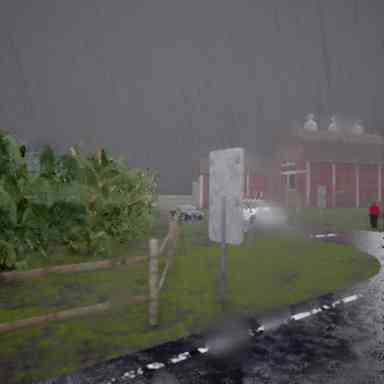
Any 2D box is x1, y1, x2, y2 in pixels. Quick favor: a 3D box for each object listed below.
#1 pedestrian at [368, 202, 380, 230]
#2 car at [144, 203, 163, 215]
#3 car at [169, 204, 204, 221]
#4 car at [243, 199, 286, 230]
[{"bbox_3d":[11.967,1.523,21.877,0.375,1.860,0.375,0,0,-32],"label":"pedestrian"},{"bbox_3d":[-5.076,2.110,41.244,1.837,1.490,4.892,1,-1,-25],"label":"car"},{"bbox_3d":[-0.619,1.942,32.138,1.837,1.490,4.892,1,-1,-27],"label":"car"},{"bbox_3d":[4.093,1.494,23.551,2.150,2.045,5.566,1,-1,-30],"label":"car"}]
